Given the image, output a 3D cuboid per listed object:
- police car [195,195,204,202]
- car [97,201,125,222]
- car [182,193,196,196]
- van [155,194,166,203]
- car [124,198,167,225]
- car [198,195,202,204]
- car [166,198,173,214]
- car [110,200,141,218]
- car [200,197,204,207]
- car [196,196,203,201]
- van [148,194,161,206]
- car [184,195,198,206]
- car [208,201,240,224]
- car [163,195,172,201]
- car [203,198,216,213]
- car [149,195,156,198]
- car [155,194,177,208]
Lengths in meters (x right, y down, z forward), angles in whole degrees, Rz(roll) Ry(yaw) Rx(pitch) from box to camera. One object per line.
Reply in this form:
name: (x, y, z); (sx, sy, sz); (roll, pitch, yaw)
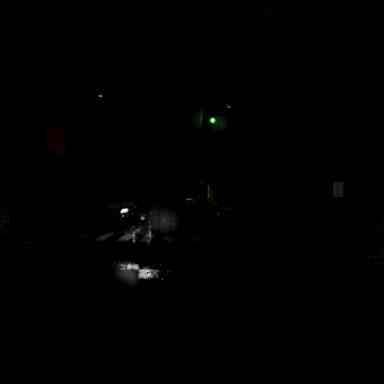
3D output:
police car: (1.725, 1.573, 79.587); (1.930, 1.638, 5.238); (1, 0, -1)
car: (-5.926, 1.461, 25.333); (2.008, 1.369, 4.403); (1, 0, -1)
car: (-0.505, 1.568, 64.612); (2.128, 1.511, 4.902); (1, 0, -1)
van: (-6.288, 1.294, 66.548); (1.690, 1.788, 3.998); (1, 0, -1)
car: (-3.253, 1.459, 24.321); (2.128, 1.511, 4.902); (1, 0, 0)
car: (2.364, 1.671, 51.609); (2.008, 1.369, 4.403); (1, 0, -1)
car: (-3.342, 1.577, 34.228); (1.895, 1.301, 4.718); (1, 0, -1)
car: (-5.970, 1.465, 30.325); (2.008, 1.369, 4.403); (1, 0, -1)
car: (2.452, 1.661, 41.737); (2.008, 1.369, 4.403); (1, 0, -1)
car: (1.989, 1.724, 93.919); (1.887, 1.381, 4.507); (1, 0, -1)
van: (-6.191, 1.280, 55.722); (1.690, 1.788, 3.998); (1, 0, -1)
car: (-0.325, 1.667, 54.683); (1.895, 1.301, 4.718); (1, 0, -1)
car: (2.597, 1.647, 25.404); (2.008, 1.369, 4.403); (1, 0, -1)
car: (-6.483, 1.528, 88.200); (1.887, 1.381, 4.507); (1, 0, -1)
car: (2.500, 1.650, 36.293); (1.887, 1.381, 4.507); (1, 0, -1)
car: (-6.100, 1.493, 44.895); (1.947, 1.339, 4.313); (1, 0, -1)
car: (-3.416, 1.463, 44.410); (1.882, 1.535, 5.008); (1, 0, -1)
